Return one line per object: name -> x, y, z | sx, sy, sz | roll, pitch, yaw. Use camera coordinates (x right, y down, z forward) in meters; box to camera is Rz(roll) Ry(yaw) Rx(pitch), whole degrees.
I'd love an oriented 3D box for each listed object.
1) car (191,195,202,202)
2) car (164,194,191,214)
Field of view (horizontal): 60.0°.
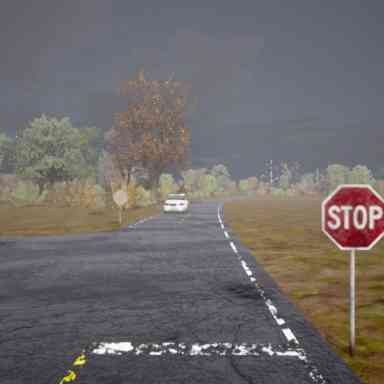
car -> 0.784, 1.331, 60.618 | 1.837, 1.490, 4.892 | 0, 0, 7
car -> -1.648, 1.238, 35.946 | 2.150, 2.045, 5.566 | 0, 0, 4
